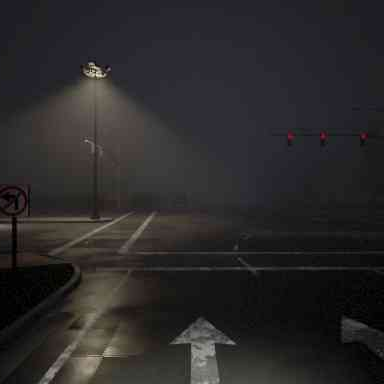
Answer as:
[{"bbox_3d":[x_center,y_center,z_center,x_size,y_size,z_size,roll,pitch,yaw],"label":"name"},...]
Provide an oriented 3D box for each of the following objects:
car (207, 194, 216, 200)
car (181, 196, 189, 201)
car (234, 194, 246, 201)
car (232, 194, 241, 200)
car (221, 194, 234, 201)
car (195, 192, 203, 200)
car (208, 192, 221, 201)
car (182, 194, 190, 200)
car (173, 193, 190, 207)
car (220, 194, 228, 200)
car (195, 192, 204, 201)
[{"bbox_3d":[5.425,1.357,92.950,2.128,1.511,4.902,0,0,0],"label":"car"},{"bbox_3d":[-1.622,1.589,83.847,1.895,1.301,4.718,0,0,0],"label":"car"},{"bbox_3d":[12.377,1.472,83.744,1.882,1.535,5.008,0,0,0],"label":"car"},{"bbox_3d":[12.425,1.332,92.914,1.837,1.490,4.892,0,0,0],"label":"car"},{"bbox_3d":[8.881,1.350,84.532,2.097,1.767,4.553,0,0,0],"label":"car"},{"bbox_3d":[1.925,1.057,92.998,2.150,2.045,5.566,0,0,0],"label":"car"},{"bbox_3d":[5.377,1.349,83.750,2.097,1.767,4.553,0,0,0],"label":"car"},{"bbox_3d":[-1.575,1.357,92.986,2.128,1.511,4.902,0,0,0],"label":"car"},{"bbox_3d":[-1.788,1.221,51.984,2.150,2.045,5.566,0,0,0],"label":"car"},{"bbox_3d":[8.925,1.385,92.932,1.994,1.385,4.181,0,0,0],"label":"car"},{"bbox_3d":[1.875,1.471,83.382,1.882,1.535,5.008,0,0,0],"label":"car"}]
